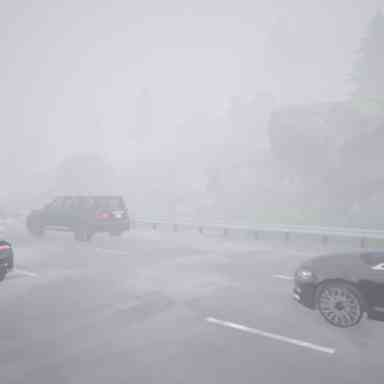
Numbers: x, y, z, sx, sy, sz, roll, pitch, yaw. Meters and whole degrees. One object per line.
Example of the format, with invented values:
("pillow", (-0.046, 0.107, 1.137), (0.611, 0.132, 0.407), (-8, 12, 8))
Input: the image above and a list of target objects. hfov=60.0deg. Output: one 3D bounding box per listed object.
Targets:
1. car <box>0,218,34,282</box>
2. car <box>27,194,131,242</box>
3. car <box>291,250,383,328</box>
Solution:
("car", (-6.319, 1.430, 8.096), (4.902, 1.511, 2.128), (0, 0, 33))
("car", (-5.465, 1.118, 15.835), (5.566, 2.045, 2.150), (0, 0, 32))
("car", (4.118, 1.471, 5.272), (4.902, 1.511, 2.128), (0, 0, 36))
